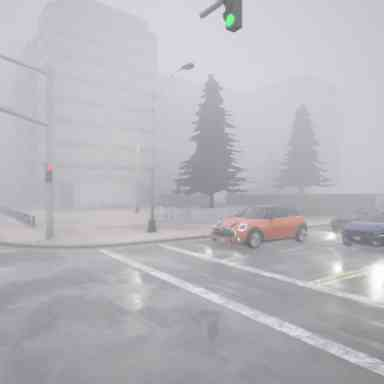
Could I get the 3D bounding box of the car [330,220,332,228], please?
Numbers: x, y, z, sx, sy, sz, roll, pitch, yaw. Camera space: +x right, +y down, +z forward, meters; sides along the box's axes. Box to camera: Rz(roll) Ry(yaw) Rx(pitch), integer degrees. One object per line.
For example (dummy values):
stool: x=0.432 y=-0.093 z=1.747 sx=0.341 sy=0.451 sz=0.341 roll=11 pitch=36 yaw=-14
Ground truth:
car: x=10.088 y=1.611 z=19.764 sx=4.181 sy=1.385 sz=1.994 roll=0 pitch=0 yaw=-35

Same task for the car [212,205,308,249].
car: x=3.057 y=1.378 z=14.761 sx=4.553 sy=1.767 sz=2.097 roll=0 pitch=0 yaw=-35

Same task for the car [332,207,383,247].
car: x=8.412 y=1.514 z=14.270 sx=5.008 sy=1.535 sz=1.882 roll=0 pitch=0 yaw=-35
